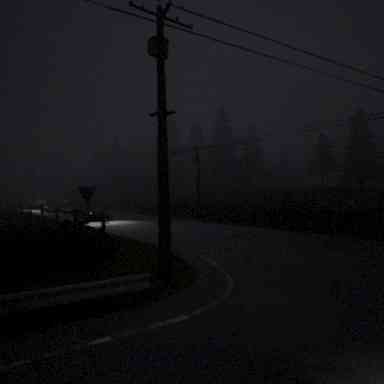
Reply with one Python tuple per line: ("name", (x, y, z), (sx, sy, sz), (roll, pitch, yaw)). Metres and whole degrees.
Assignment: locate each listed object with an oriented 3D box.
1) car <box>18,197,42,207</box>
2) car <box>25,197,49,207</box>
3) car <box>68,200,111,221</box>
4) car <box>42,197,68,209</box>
("car", (-22.031, 1.534, 44.842), (2.128, 1.511, 4.902), (-2, 1, -39))
("car", (-24.873, 1.538, 53.235), (2.033, 1.411, 5.357), (-2, 1, -41))
("car", (-8.101, 1.517, 26.620), (1.812, 1.442, 4.674), (-2, 1, -37))
("car", (-18.234, 1.447, 45.363), (2.128, 1.511, 4.902), (-2, 1, -38))
